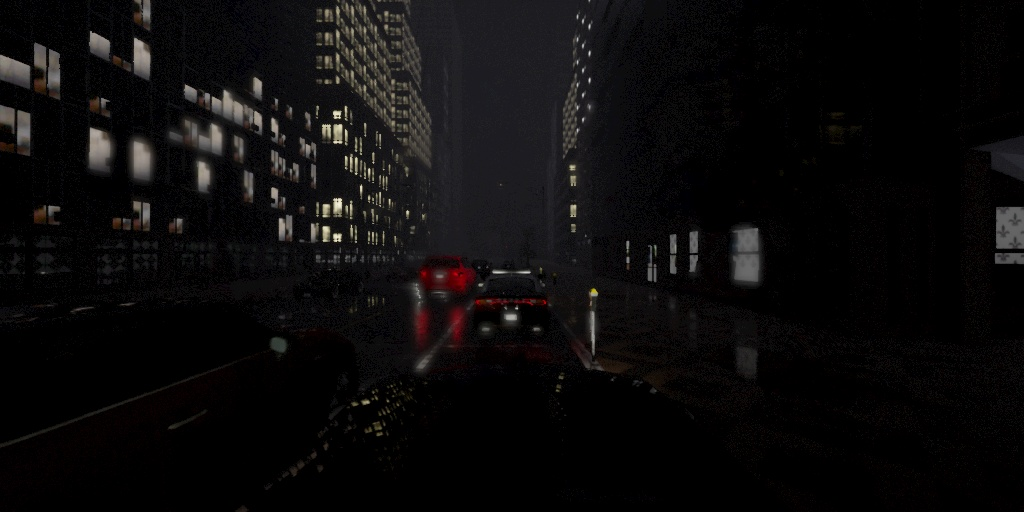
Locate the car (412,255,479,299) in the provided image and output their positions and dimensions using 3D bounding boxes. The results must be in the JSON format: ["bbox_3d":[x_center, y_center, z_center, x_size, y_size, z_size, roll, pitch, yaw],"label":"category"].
[{"bbox_3d":[-3.147,0.971,18.322,2.150,2.045,5.566,0,0,0],"label":"car"}]

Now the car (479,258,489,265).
[{"bbox_3d":[-3.050,1.091,35.440,2.097,1.767,4.553,0,0,0],"label":"car"}]

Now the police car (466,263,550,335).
[{"bbox_3d":[-0.012,1.174,10.609,1.930,1.638,5.238,0,0,0],"label":"police car"}]

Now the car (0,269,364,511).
[{"bbox_3d":[-3.054,1.101,2.835,2.097,1.767,4.553,0,0,0],"label":"car"}]

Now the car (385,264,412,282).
[{"bbox_3d":[-8.835,1.325,29.033,1.802,1.307,4.207,0,0,0],"label":"car"}]

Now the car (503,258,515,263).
[{"bbox_3d":[-0.455,1.298,46.099,1.948,1.339,4.313,0,0,0],"label":"car"}]
